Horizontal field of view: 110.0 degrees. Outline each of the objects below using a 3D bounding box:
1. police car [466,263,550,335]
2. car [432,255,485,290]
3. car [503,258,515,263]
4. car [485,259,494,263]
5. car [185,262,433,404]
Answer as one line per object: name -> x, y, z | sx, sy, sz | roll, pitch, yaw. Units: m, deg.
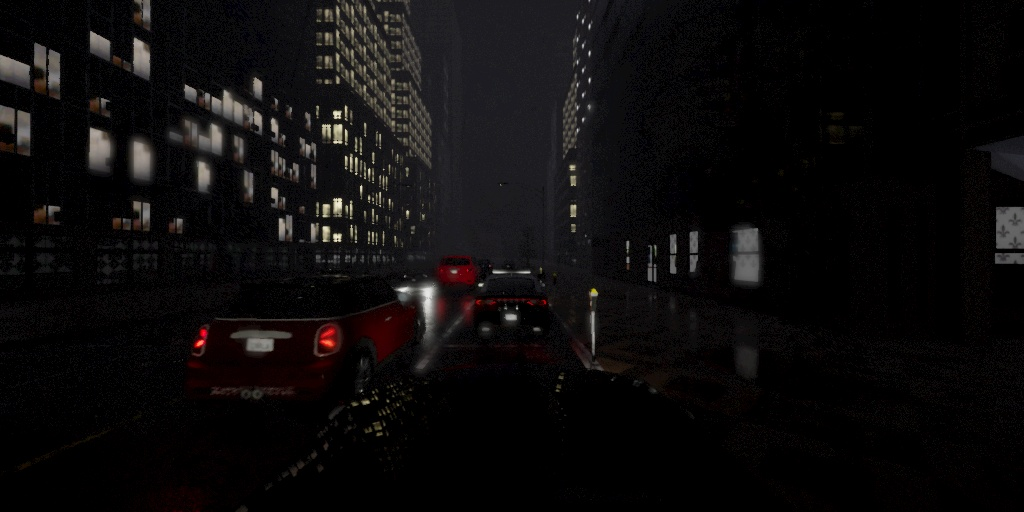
police car -> -0.012, 1.174, 10.609 | 1.930, 1.638, 5.238 | 0, 0, 0
car -> -3.146, 0.967, 22.259 | 2.150, 2.045, 5.566 | 0, 0, 0
car -> -0.455, 1.298, 46.099 | 1.948, 1.339, 4.313 | 0, 0, 0
car -> -3.047, 1.088, 39.437 | 2.097, 1.767, 4.553 | 0, 0, 0
car -> -3.048, 1.101, 6.476 | 2.097, 1.767, 4.553 | 0, 0, 0
